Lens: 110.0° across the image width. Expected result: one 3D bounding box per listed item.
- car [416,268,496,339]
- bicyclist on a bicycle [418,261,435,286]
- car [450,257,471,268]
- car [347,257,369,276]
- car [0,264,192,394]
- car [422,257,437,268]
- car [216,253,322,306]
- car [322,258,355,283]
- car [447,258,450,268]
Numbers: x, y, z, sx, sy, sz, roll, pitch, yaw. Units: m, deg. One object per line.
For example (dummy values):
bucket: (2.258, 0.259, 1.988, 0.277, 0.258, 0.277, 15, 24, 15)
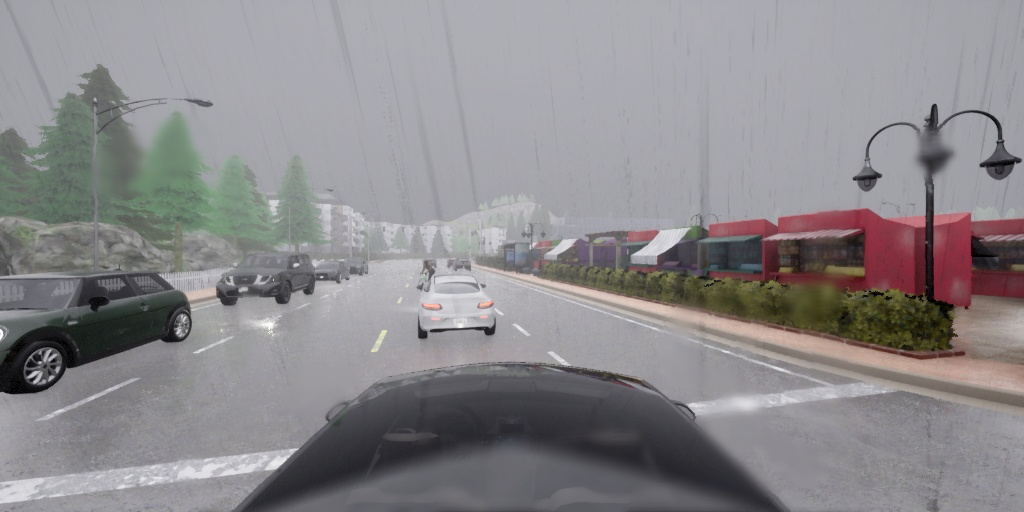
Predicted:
car: (-1.631, 1.224, 9.936, 1.812, 1.442, 4.674, 0, 0, -13)
bicyclist on a bicycle: (-4.626, 1.079, 19.737, 0.582, 1.620, 1.656, 0, 1, 24)
car: (-5.955, 0.966, 42.330, 1.837, 1.490, 4.892, 0, 0, -14)
car: (-14.730, 0.877, 33.312, 2.097, 1.767, 4.553, 0, 0, -14)
car: (-8.115, 1.076, 6.332, 2.097, 1.767, 4.553, 0, 0, -13)
car: (-11.681, 0.903, 50.825, 1.837, 1.490, 4.892, 0, 0, -14)
car: (-10.412, 0.876, 15.741, 2.150, 2.045, 5.566, 0, 0, -14)
car: (-12.778, 1.089, 25.345, 1.837, 1.490, 4.892, 0, 0, -14)
car: (-8.291, 0.872, 51.372, 1.882, 1.535, 5.008, 0, 0, -14)
